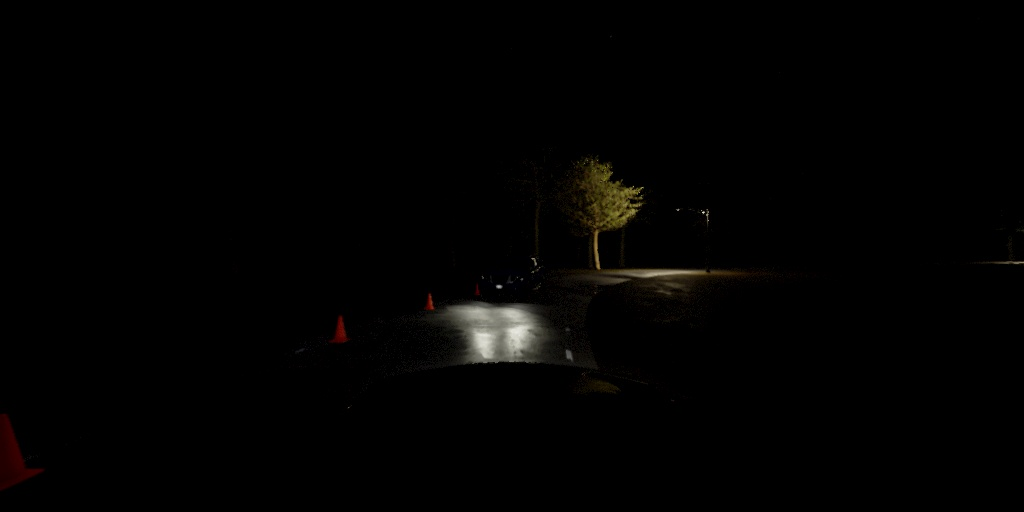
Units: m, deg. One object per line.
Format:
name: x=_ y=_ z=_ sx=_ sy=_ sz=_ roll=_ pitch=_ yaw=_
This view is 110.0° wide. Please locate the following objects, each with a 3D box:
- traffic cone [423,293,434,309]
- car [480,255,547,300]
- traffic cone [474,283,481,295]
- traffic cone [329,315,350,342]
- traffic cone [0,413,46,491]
traffic cone: x=-3.100 y=1.678 z=13.445 sx=0.340 sy=0.580 sz=0.340 roll=0 pitch=0 yaw=12
car: x=0.293 y=0.972 z=18.198 sx=2.150 sy=2.045 sz=5.566 roll=1 pitch=0 yaw=18
traffic cone: x=-1.765 y=1.685 z=18.487 sx=0.340 sy=0.580 sz=0.340 roll=0 pitch=0 yaw=17
traffic cone: x=-3.983 y=1.667 z=8.303 sx=0.340 sy=0.580 sz=0.340 roll=0 pitch=0 yaw=7
traffic cone: x=-4.410 y=1.661 z=3.103 sx=0.340 sy=0.580 sz=0.340 roll=0 pitch=0 yaw=2
